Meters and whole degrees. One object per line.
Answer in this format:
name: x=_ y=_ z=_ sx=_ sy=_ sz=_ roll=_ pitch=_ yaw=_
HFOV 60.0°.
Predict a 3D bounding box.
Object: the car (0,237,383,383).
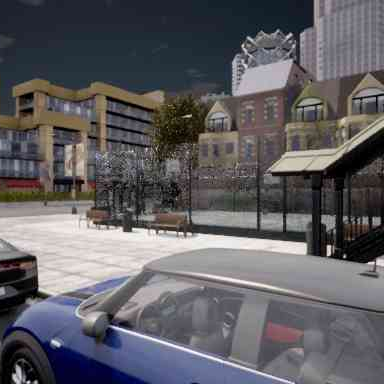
car: x=0.148 y=1.354 z=3.198 sx=4.553 sy=1.767 sz=2.185 roll=0 pitch=0 yaw=35
